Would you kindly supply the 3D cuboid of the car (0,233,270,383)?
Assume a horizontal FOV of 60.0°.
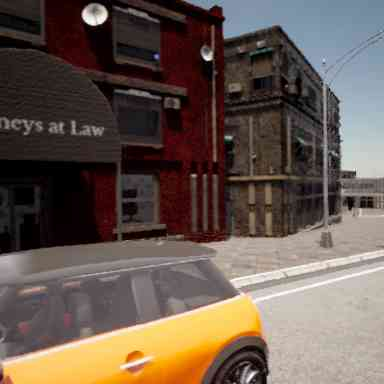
[{"bbox_3d":[-1.435,1.353,3.007,4.553,1.767,2.097,0,0,-36],"label":"car"}]
